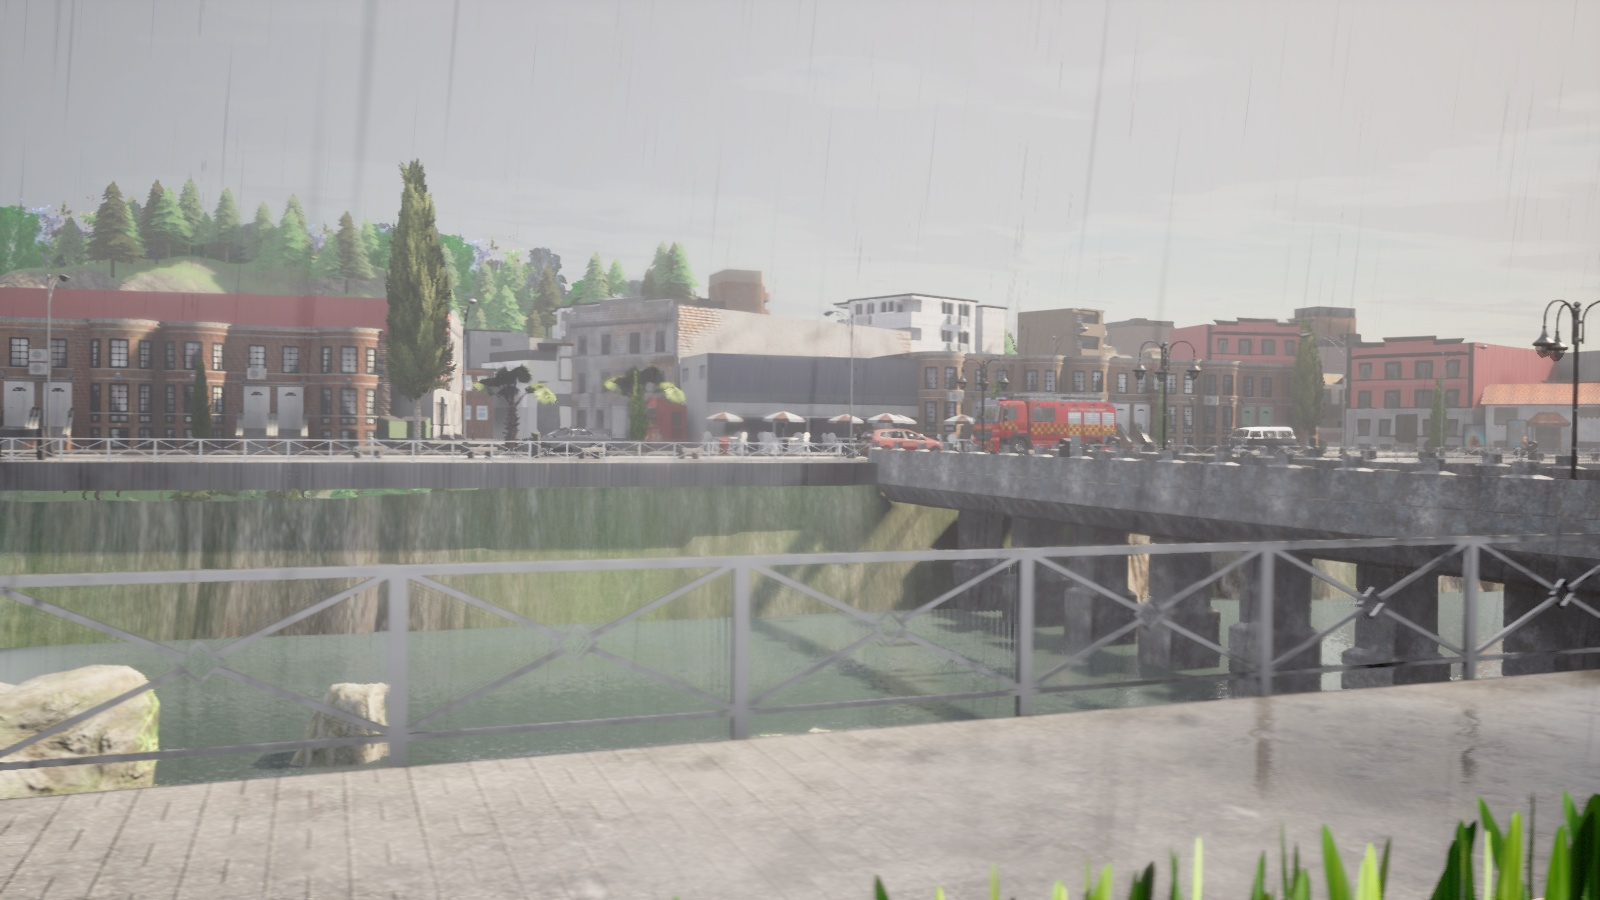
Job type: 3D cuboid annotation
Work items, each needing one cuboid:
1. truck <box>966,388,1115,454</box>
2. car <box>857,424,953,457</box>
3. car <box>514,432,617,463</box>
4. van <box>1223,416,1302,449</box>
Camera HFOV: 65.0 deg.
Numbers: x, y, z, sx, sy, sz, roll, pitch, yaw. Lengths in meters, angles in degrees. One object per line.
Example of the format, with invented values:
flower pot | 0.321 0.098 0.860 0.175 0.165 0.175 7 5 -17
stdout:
truck | 14.392 -1.746 75.197 8.468 3.827 2.891 -1 1 -21
car | 5.644 -0.519 67.607 4.611 1.667 2.242 -1 1 -21
car | -12.173 -0.174 65.116 4.902 1.511 2.128 -1 1 -21
van | 29.856 -1.121 81.084 4.480 2.038 2.069 -1 1 -21
